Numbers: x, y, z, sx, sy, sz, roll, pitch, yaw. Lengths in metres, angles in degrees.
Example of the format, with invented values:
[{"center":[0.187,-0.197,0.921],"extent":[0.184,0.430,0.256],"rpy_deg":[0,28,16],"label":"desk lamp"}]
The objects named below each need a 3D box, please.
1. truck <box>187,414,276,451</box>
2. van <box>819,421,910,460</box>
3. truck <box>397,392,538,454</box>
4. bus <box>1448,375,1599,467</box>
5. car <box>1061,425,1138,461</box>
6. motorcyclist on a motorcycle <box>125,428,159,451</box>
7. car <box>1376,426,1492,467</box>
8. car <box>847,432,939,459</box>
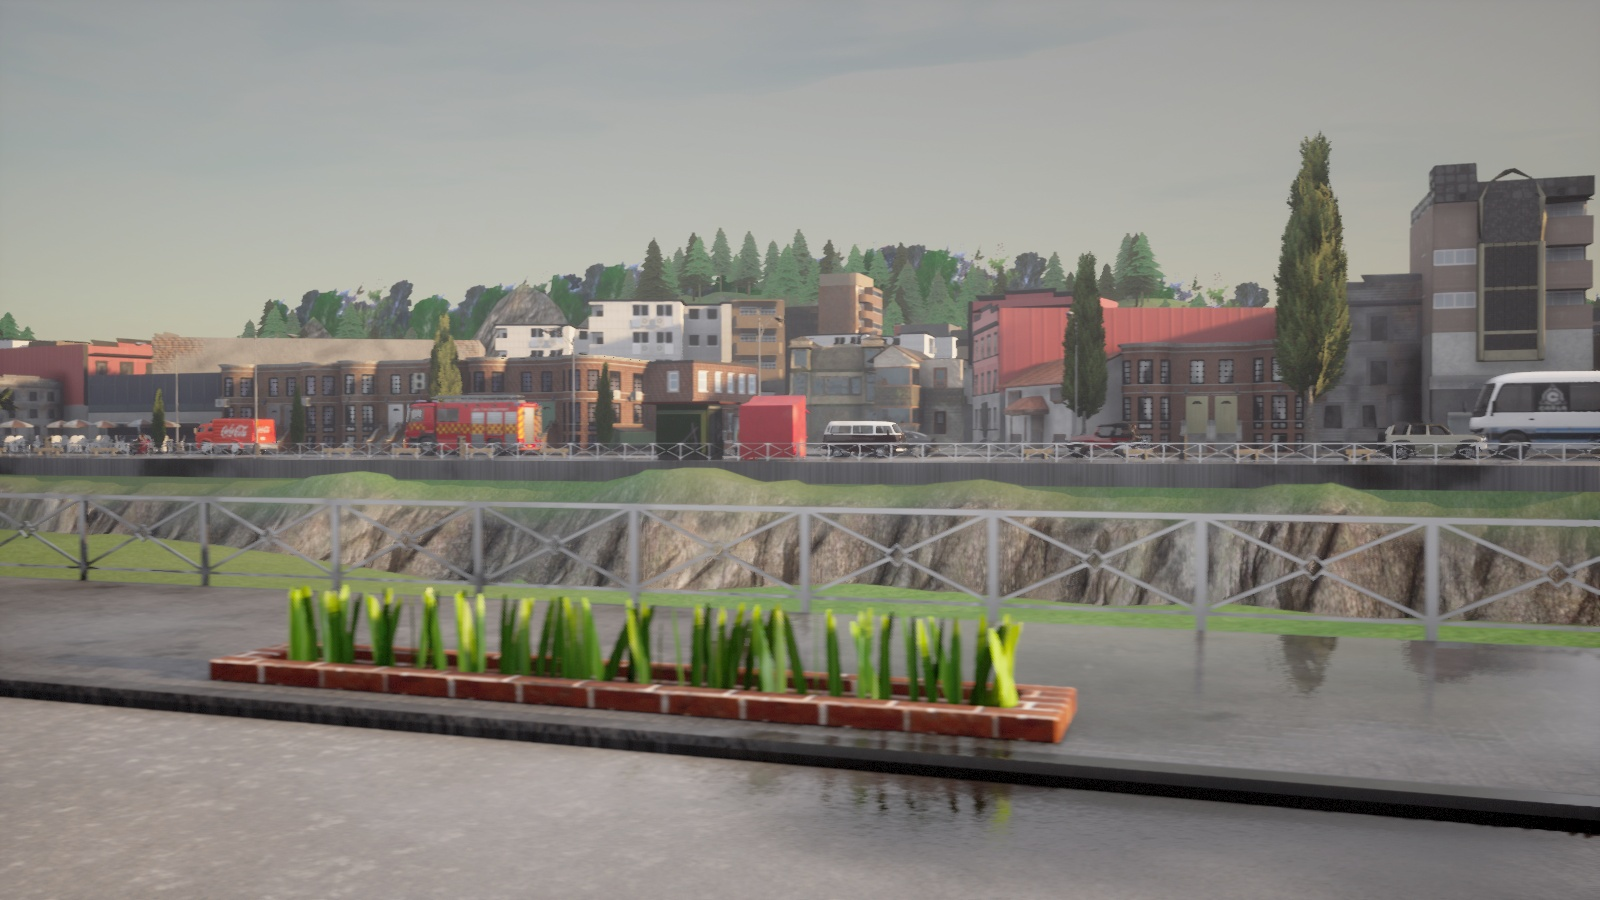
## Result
[{"center":[-38.986,-1.186,86.136],"extent":[5.204,2.467,2.627],"rpy_deg":[1,1,19],"label":"truck"},{"center":[3.483,-0.520,67.645],"extent":[4.480,2.038,2.069],"rpy_deg":[1,1,19],"label":"van"},{"center":[-21.217,-1.702,80.154],"extent":[8.468,3.827,2.891],"rpy_deg":[1,1,19],"label":"truck"},{"center":[37.279,-1.378,60.483],"extent":[10.273,4.253,3.944],"rpy_deg":[1,1,19],"label":"bus"},{"center":[16.136,-0.400,67.612],"extent":[3.866,1.878,1.905],"rpy_deg":[1,1,19],"label":"car"},{"center":[-43.759,-0.694,83.526],"extent":[2.044,1.523,0.797],"rpy_deg":[1,1,19],"label":"motorcyclist on a motorcycle"},{"center":[29.654,-0.188,58.850],"extent":[4.605,1.855,1.932],"rpy_deg":[1,1,19],"label":"car"},{"center":[5.262,-0.290,71.270],"extent":[4.892,1.490,1.837],"rpy_deg":[1,1,19],"label":"car"}]
